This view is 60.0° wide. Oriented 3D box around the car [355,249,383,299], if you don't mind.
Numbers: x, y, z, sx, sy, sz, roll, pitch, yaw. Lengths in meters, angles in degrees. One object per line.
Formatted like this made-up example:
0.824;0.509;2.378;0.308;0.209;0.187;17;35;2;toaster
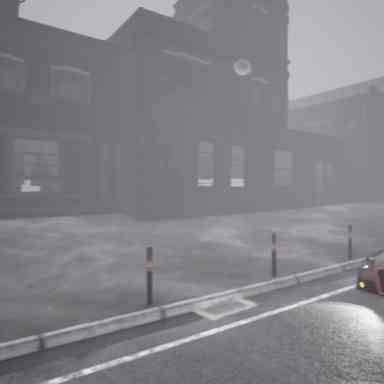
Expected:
5.433;1.524;7.251;4.181;1.385;1.994;-1;0;-35;car
